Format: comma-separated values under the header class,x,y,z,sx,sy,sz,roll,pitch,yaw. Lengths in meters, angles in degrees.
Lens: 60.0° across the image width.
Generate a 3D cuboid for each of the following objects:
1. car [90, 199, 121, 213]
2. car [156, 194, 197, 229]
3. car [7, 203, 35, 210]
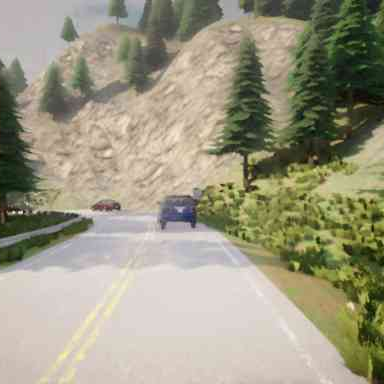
class,x,y,z,sx,sy,sz,roll,pitch,yaw
car,-9.941,1.567,38.322,4.674,1.442,1.812,-2,2,45
car,-1.070,1.163,21.664,2.150,2.045,5.566,-1,0,-9
car,-22.054,2.191,42.440,4.892,1.490,1.837,-3,2,30
